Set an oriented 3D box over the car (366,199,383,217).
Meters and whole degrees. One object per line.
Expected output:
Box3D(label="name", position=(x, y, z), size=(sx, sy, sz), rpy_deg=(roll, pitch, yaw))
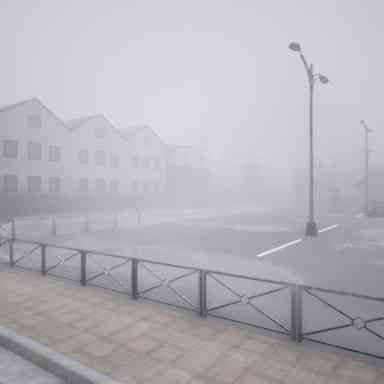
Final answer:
Box3D(label="car", position=(15.362, 1.298, 26.847), size=(2.007, 1.523, 4.514), rpy_deg=(0, 0, 35))
